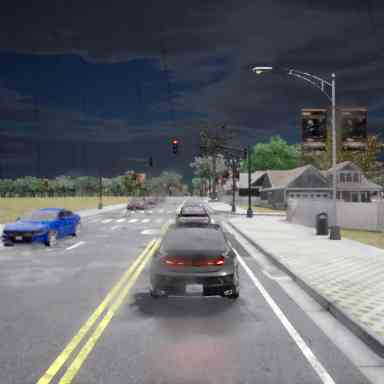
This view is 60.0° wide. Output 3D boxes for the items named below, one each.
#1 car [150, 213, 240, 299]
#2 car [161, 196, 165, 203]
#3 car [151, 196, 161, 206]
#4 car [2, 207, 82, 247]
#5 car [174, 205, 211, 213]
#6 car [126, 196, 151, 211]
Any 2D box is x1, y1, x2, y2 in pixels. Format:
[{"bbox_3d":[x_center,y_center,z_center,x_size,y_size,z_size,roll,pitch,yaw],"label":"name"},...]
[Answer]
[{"bbox_3d":[0.070,1.510,8.476,1.837,1.490,4.892,0,0,1],"label":"car"},{"bbox_3d":[-6.609,1.562,69.083,1.994,1.385,4.181,0,0,0],"label":"car"},{"bbox_3d":[-6.677,1.568,54.383,1.994,1.385,4.181,0,0,0],"label":"car"},{"bbox_3d":[-6.624,1.485,15.208,1.882,1.535,5.008,0,0,0],"label":"car"},{"bbox_3d":[0.045,1.501,18.746,2.128,1.511,4.902,0,0,-2],"label":"car"},{"bbox_3d":[-6.664,1.362,40.776,2.097,1.767,4.553,0,0,0],"label":"car"}]
